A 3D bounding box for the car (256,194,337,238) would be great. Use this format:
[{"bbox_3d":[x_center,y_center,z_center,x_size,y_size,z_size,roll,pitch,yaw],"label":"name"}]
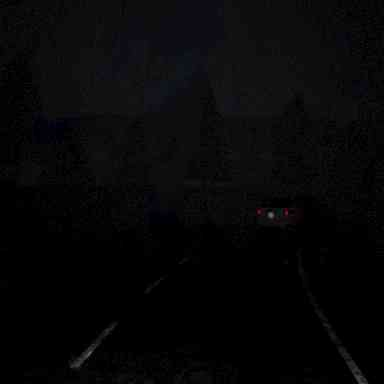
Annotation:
[{"bbox_3d":[5.536,1.127,17.278,2.150,2.045,5.566,-1,0,44],"label":"car"}]
